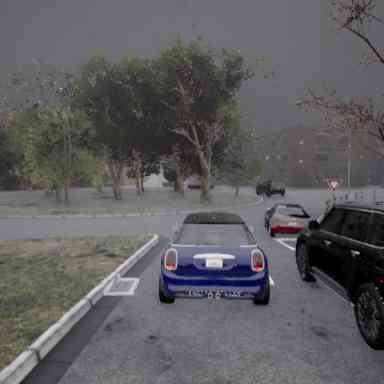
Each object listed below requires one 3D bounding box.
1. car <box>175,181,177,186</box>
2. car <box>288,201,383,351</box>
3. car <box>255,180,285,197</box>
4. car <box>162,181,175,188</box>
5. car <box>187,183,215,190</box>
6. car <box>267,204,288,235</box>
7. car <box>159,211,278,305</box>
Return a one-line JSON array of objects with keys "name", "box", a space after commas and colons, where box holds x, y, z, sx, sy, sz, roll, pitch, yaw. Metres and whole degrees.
[{"name": "car", "box": [-3.777, -1.999, 82.815, 2.033, 1.411, 5.357, 0, 1, -5]}, {"name": "car", "box": [3.637, 1.172, 6.219, 2.150, 2.045, 5.566, 0, 1, 3]}, {"name": "car", "box": [9.911, -0.476, 42.456, 2.150, 2.045, 5.566, 0, 3, -9]}, {"name": "car", "box": [-5.439, -1.725, 72.482, 1.837, 1.490, 4.892, -1, 2, -10]}, {"name": "car", "box": [1.545, -0.985, 58.642, 4.718, 1.301, 1.895, 2, 4, 30]}, {"name": "car", "box": [4.645, 1.253, 16.205, 1.994, 1.385, 4.181, 0, 2, 9]}, {"name": "car", "box": [0.509, 1.263, 8.112, 2.097, 1.767, 4.553, 0, 1, 3]}]
